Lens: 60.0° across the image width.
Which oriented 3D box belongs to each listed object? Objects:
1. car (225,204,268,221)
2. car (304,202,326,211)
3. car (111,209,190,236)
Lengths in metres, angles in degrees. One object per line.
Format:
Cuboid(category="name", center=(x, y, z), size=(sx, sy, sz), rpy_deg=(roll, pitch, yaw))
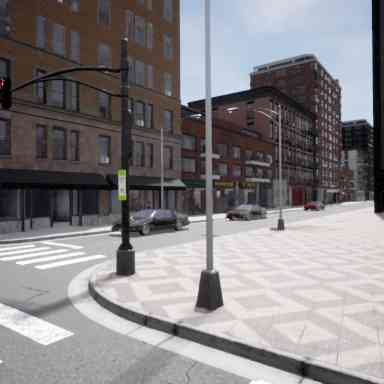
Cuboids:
Cuboid(category="car", center=(5.076, 1.812, 30.198), size=(2.033, 1.411, 5.357), rpy_deg=(-1, -1, 36))
Cuboid(category="car", center=(17.422, 2.032, 47.195), size=(1.895, 1.301, 4.718), rpy_deg=(-1, -1, 36))
Cuboid(category="car", center=(-2.270, 1.708, 19.986), size=(2.033, 1.411, 5.357), rpy_deg=(-1, -1, 36))
